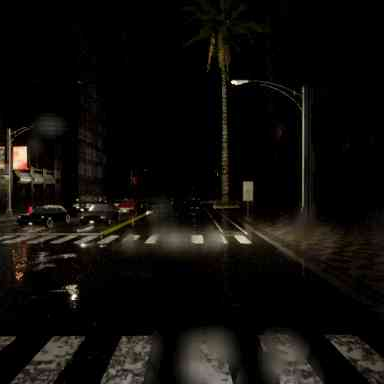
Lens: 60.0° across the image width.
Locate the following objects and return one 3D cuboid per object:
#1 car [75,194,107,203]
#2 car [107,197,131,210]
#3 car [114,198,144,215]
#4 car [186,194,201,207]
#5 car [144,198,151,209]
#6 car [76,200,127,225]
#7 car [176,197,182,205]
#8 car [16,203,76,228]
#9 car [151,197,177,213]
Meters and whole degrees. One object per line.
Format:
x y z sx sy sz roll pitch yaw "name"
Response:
-9.708 1.231 32.144 2.150 2.045 5.566 0 0 0 "car"
-9.647 1.513 44.379 2.128 1.511 4.902 0 0 0 "car"
-6.445 1.536 34.145 1.812 1.442 4.674 0 0 0 "car"
0.229 1.258 53.439 2.150 2.045 5.566 0 0 0 "car"
-6.395 1.526 44.574 1.837 1.490 4.892 0 0 0 "car"
-6.495 1.553 24.189 2.033 1.411 5.357 0 0 0 "car"
-2.923 1.617 61.219 1.994 1.385 4.181 0 0 1 "car"
-9.766 1.605 22.386 1.895 1.301 4.718 0 0 1 "car"
-2.994 1.576 36.404 1.994 1.385 4.181 0 0 0 "car"
